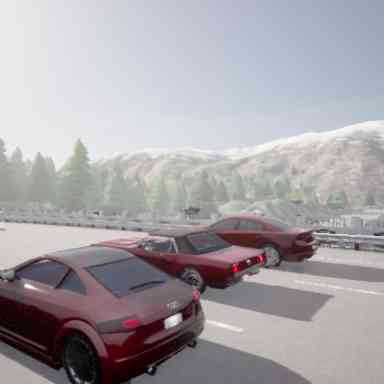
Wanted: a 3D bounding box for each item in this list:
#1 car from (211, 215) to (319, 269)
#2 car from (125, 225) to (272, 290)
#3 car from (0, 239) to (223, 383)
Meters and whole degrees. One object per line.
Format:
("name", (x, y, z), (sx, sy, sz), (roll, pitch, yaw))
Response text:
("car", (1.659, 1.516, 11.406), (5.008, 1.535, 1.882), (-1, 0, 35))
("car", (-0.595, 1.642, 8.715), (4.718, 1.301, 1.895), (-1, 0, 35))
("car", (-1.861, 1.597, 5.318), (4.181, 1.385, 1.994), (-1, 0, 35))
